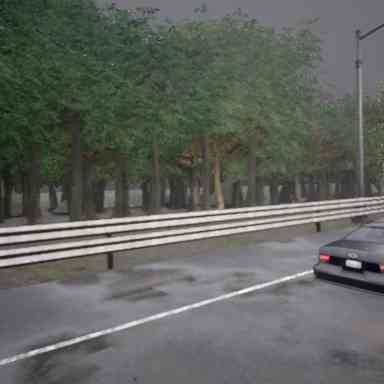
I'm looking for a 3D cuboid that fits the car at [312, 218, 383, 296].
[{"bbox_3d":[4.956,1.285,7.564,5.357,1.411,2.033,-2,1,-37],"label":"car"}]
